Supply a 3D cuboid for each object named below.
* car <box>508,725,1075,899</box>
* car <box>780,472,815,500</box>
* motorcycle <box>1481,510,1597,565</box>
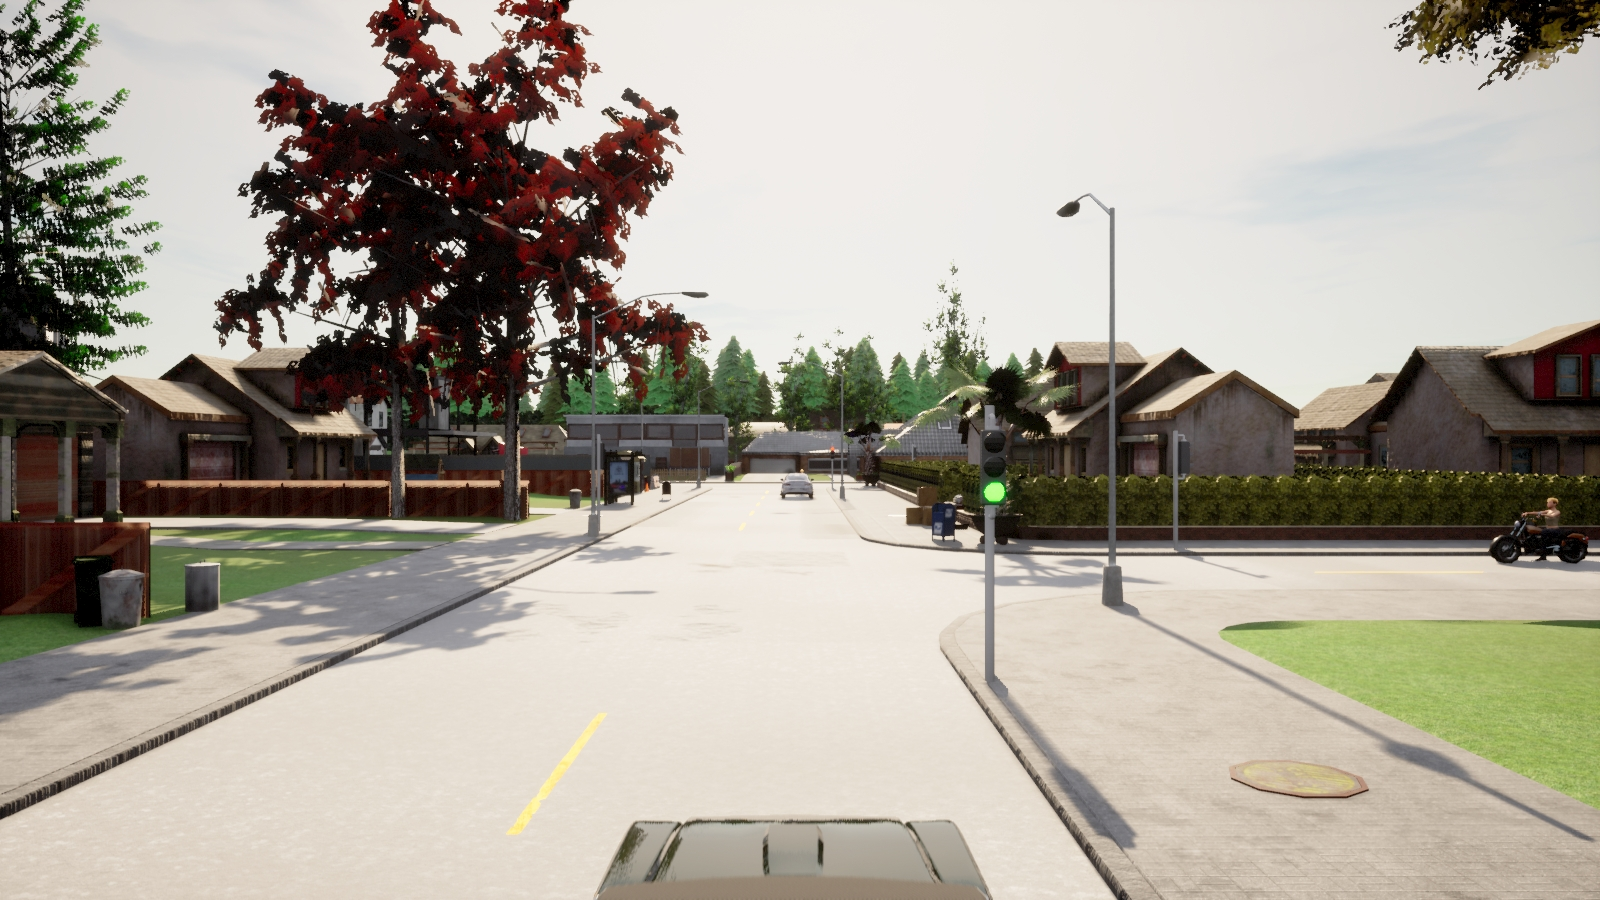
[{"bbox_3d":[-0.029,2.155,3.886,1.895,1.301,4.718,0,0,0],"label":"car"},{"bbox_3d":[-0.164,2.081,66.907,2.002,1.442,4.674,0,0,0],"label":"car"},{"bbox_3d":[18.237,2.155,28.222,2.356,1.307,0.764,0,0,0],"label":"motorcycle"}]
